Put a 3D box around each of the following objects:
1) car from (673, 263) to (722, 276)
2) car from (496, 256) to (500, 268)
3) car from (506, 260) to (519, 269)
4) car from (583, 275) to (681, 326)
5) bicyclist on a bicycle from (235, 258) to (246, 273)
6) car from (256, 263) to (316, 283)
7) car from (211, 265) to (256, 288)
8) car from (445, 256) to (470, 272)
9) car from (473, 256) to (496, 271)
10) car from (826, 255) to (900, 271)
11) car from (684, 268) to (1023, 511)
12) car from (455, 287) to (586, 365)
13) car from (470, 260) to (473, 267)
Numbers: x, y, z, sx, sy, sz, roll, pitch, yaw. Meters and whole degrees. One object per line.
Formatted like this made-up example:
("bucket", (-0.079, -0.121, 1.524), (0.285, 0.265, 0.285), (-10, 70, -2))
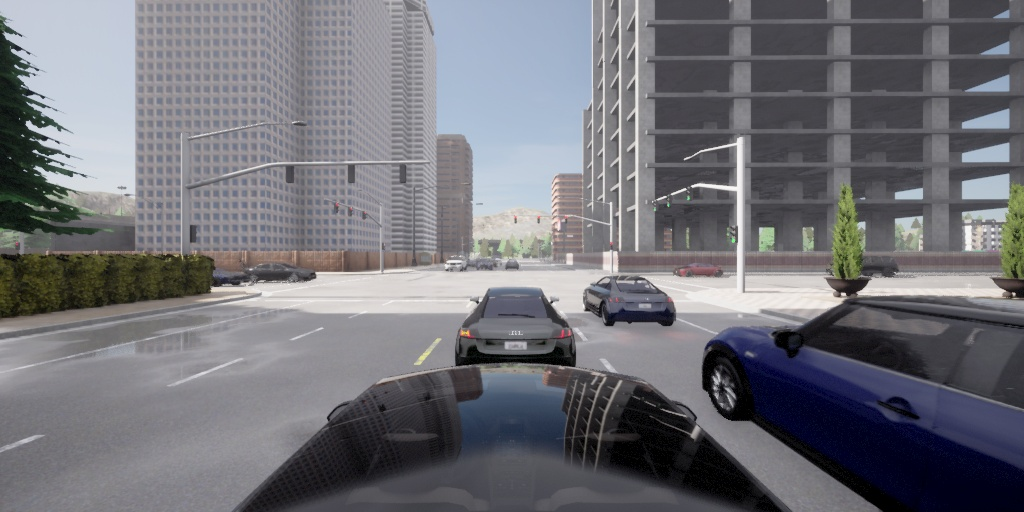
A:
("car", (17.505, 1.314, 33.784), (4.181, 1.385, 1.994), (0, 0, 0))
("car", (-3.570, 1.102, 59.936), (2.097, 1.767, 4.553), (0, 0, 1))
("car", (0.062, 1.314, 56.729), (1.994, 1.385, 4.181), (0, 0, 1))
("car", (3.576, 1.314, 11.646), (1.994, 1.385, 4.181), (0, 0, 0))
("bicyclist on a bicycle", (-29.393, 1.051, 38.866), (0.582, 1.620, 1.656), (0, 0, 0))
("car", (-17.367, 1.255, 26.909), (4.892, 1.490, 1.837), (0, 0, -2))
("car", (-20.226, 1.297, 23.324), (5.357, 1.411, 2.033), (0, 0, 0))
("car", (-7.273, 0.972, 47.066), (2.150, 2.045, 5.566), (0, 0, 1))
("car", (-3.731, 1.102, 50.025), (2.097, 1.767, 4.553), (0, 0, 1))
("car", (32.851, 0.971, 33.683), (5.566, 2.045, 2.150), (0, 0, 0))
("car", (3.600, 1.103, 2.968), (2.097, 1.767, 4.553), (0, 0, 0))
("car", (0.058, 1.314, 7.385), (1.994, 1.385, 4.181), (0, 0, 0))
("car", (-7.080, 1.312, 59.476), (1.994, 1.385, 4.181), (0, 0, 1))
